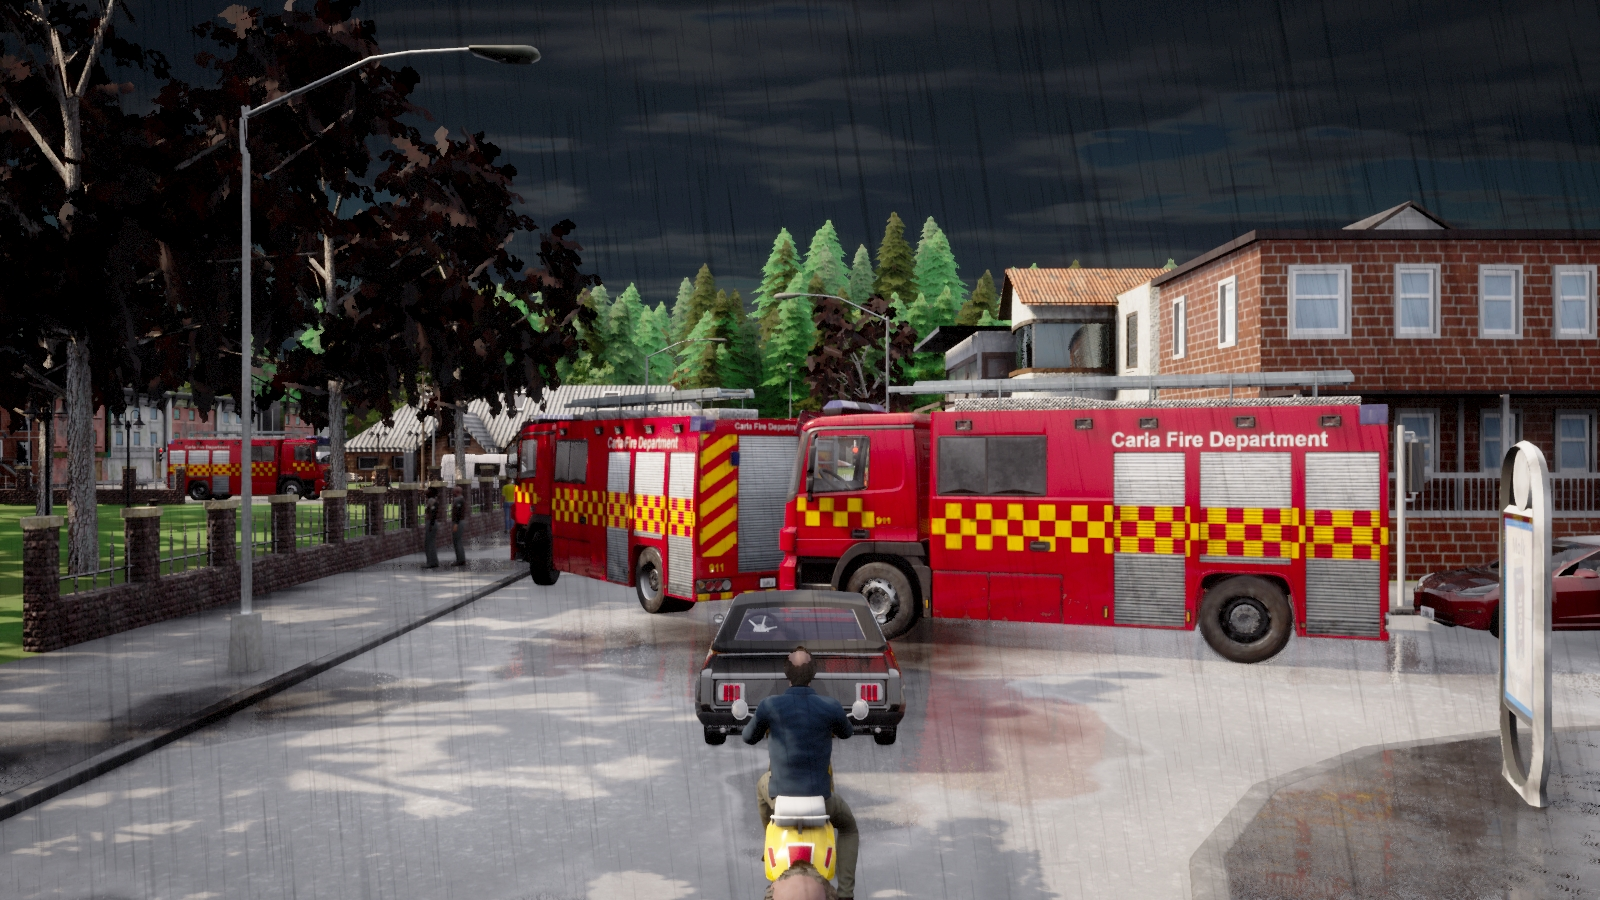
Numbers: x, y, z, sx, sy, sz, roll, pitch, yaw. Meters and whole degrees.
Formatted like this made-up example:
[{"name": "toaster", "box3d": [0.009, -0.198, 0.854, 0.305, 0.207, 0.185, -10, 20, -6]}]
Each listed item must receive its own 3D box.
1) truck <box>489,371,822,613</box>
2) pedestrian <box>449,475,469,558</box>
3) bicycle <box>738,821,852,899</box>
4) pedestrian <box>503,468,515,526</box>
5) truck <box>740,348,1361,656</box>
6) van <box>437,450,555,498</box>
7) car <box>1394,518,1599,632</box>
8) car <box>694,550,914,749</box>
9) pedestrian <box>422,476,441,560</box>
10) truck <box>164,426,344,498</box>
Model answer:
[{"name": "truck", "box3d": [-3.226, 0.662, 22.435, 2.891, 3.827, 8.468, 0, 0, -34]}, {"name": "pedestrian", "box3d": [-7.798, 1.514, 26.127, 0.375, 1.860, 0.375, 0, 0, -9]}, {"name": "bicycle", "box3d": [-0.015, 1.938, 3.086, 0.329, 1.271, 1.835, 0, 0, 0]}, {"name": "pedestrian", "box3d": [-9.366, 1.510, 36.786, 0.375, 1.860, 0.375, 0, 0, -17]}, {"name": "truck", "box3d": [3.566, 0.662, 17.114, 8.468, 3.827, 2.891, 0, 0, 22]}, {"name": "van", "box3d": [-16.613, 1.289, 62.612, 5.915, 2.561, 1.988, 0, 0, 0]}, {"name": "car", "box3d": [11.947, 1.835, 17.293, 4.792, 1.488, 2.163, 0, 0, 0]}, {"name": "car", "box3d": [0.033, 1.930, 12.217, 1.895, 1.301, 4.718, 0, 0, 0]}, {"name": "pedestrian", "box3d": [-8.297, 1.514, 25.696, 0.375, 1.860, 0.375, 0, 0, -13]}, {"name": "truck", "box3d": [-29.853, 0.645, 62.699, 8.468, 3.827, 2.891, 0, 0, 1]}]
